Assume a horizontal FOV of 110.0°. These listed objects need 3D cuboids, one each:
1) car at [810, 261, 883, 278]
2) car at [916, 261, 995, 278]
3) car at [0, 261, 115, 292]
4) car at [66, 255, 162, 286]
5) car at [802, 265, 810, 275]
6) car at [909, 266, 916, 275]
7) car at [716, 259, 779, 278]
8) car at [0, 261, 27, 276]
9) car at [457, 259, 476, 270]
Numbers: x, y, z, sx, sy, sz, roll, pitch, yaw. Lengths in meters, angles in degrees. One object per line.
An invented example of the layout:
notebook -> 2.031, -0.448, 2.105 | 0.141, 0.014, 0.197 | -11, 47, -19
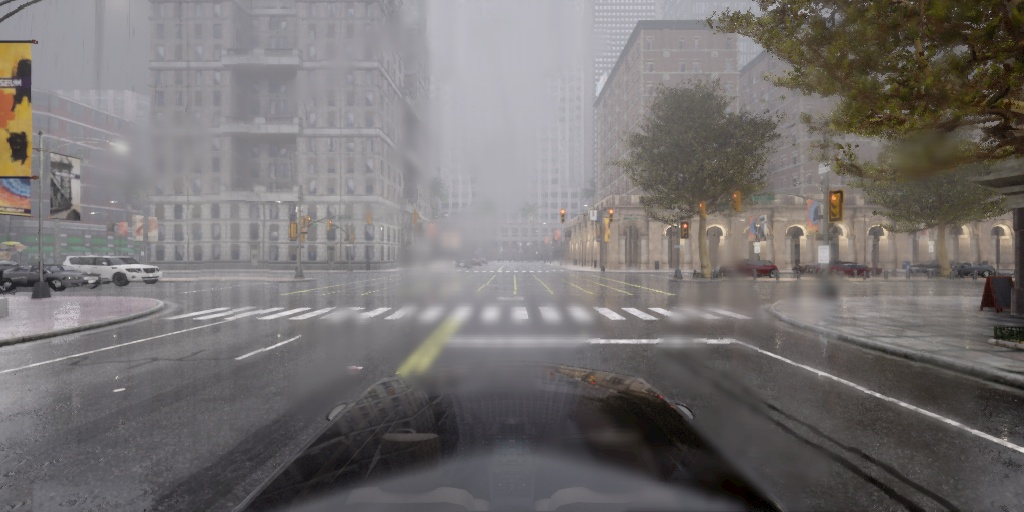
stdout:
car -> 30.373, 1.351, 32.441 | 4.718, 1.301, 1.895 | 0, 0, 0
car -> 40.360, 1.241, 32.385 | 4.902, 1.511, 2.128 | 0, 0, 1
car -> -27.066, 1.242, 21.030 | 4.902, 1.511, 2.128 | 0, 0, 0
car -> -27.387, 0.971, 24.547 | 5.566, 2.045, 2.150 | 0, 0, 2
car -> 32.469, 1.255, 35.931 | 4.892, 1.490, 1.837 | 0, 0, 0
car -> 42.787, 1.241, 35.867 | 4.902, 1.511, 2.128 | 0, 0, 1
car -> 21.385, 1.102, 32.485 | 4.553, 1.767, 2.097 | 0, 0, 0
car -> -52.547, 1.255, 36.911 | 4.892, 1.490, 1.837 | 0, 0, 20
car -> -7.132, 1.241, 54.024 | 2.128, 1.511, 4.902 | 0, 0, 0
